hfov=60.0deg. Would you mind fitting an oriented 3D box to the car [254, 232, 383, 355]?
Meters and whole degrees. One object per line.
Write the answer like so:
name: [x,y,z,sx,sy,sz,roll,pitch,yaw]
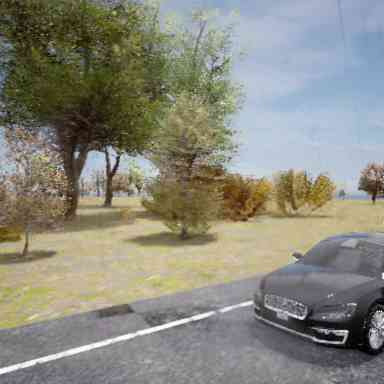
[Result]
car: [3.263,1.571,6.288,4.892,1.490,1.837,0,-1,-37]
